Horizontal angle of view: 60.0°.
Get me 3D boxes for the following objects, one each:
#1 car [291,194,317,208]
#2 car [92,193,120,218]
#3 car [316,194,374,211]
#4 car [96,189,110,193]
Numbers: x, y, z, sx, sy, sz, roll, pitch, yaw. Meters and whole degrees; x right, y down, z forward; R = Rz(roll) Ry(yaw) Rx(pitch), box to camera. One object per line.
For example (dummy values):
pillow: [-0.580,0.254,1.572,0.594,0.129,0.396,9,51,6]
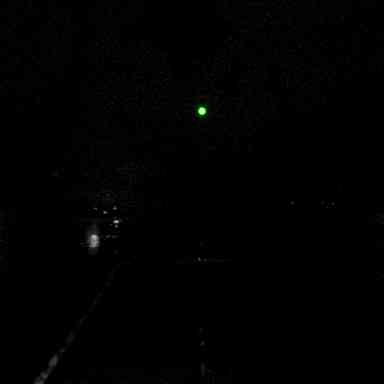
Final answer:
car: [12.771,0.924,34.946,4.902,1.511,2.128,1,1,-15]
car: [-6.363,1.043,24.795,1.812,1.442,4.674,0,2,-12]
car: [14.822,1.145,31.882,4.718,1.301,1.895,1,1,-15]
car: [-13.378,0.329,49.731,1.882,1.535,5.008,0,2,-18]
